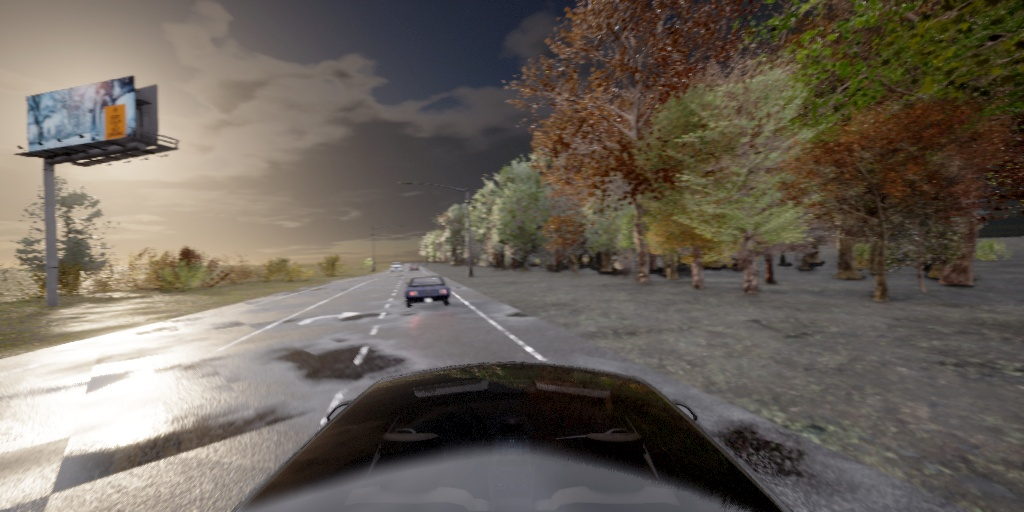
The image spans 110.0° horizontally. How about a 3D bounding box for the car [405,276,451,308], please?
[{"bbox_3d":[-4.114,1.604,17.218,1.895,1.301,4.718,-2,0,-16],"label":"car"}]
